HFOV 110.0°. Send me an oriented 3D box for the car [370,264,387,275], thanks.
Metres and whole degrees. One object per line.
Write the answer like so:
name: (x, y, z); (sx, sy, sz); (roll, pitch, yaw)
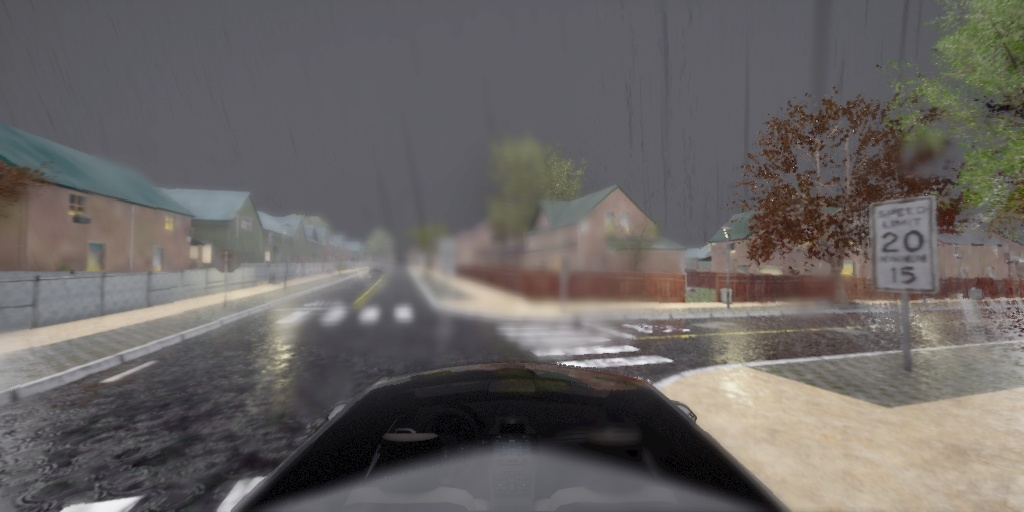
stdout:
car: (-18.924, 1.889, 50.936); (1.837, 1.490, 4.892); (0, -1, -16)
